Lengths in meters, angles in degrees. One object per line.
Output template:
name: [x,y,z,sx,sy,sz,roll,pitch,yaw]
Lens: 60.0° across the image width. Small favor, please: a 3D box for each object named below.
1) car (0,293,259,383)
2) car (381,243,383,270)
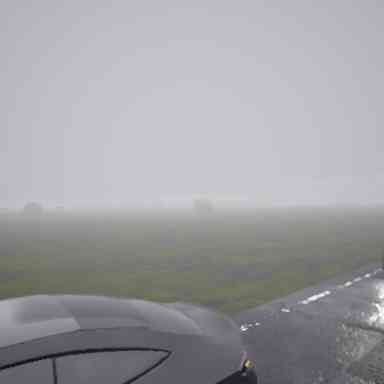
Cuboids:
car: [-1.527,1.573,2.162,4.674,1.442,1.812,0,-1,-38]
car: [7.299,1.390,9.675,4.553,1.767,2.097,0,-1,-42]
